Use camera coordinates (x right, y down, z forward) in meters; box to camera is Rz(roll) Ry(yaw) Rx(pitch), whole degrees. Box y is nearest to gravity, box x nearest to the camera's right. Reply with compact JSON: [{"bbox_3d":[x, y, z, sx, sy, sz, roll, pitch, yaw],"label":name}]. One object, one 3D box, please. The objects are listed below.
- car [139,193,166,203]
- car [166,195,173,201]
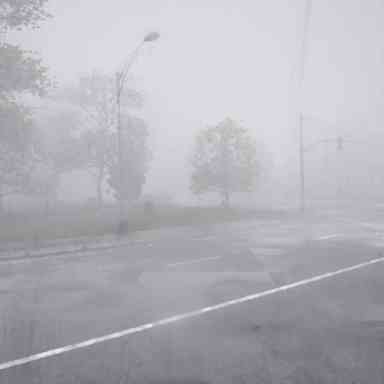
[{"bbox_3d":[-6.321,0.901,50.210,1.994,1.385,4.181,-3,2,-39],"label":"car"},{"bbox_3d":[-5.040,0.809,54.202,1.895,1.301,4.718,-3,2,-39],"label":"car"}]
